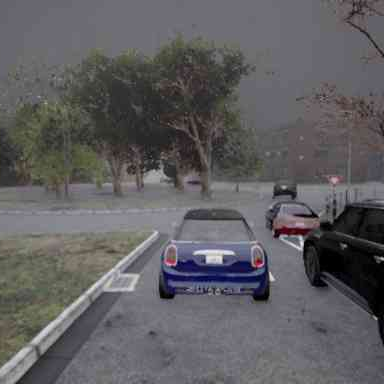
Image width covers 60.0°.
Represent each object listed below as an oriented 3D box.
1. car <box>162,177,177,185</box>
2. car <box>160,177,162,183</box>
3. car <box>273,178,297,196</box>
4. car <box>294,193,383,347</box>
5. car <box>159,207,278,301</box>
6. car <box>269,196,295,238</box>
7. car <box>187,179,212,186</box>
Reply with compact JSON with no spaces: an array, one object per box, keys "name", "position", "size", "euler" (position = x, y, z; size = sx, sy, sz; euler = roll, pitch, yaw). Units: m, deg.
[{"name":"car","position":[-4.183,-2.294,66.685],"size":[1.837,1.490,4.892],"euler":[-1,4,-13]},{"name":"car","position":[-7.047,-2.998,82.777],"size":[2.128,1.511,4.902],"euler":[0,2,-5]},{"name":"car","position":[9.628,-0.452,34.453],"size":[2.150,2.045,5.566],"euler":[2,4,17]},{"name":"car","position":[3.599,1.112,5.500],"size":[2.150,2.045,5.566],"euler":[0,1,2]},{"name":"car","position":[0.509,1.164,8.105],"size":[2.097,1.767,4.553],"euler":[0,2,3]},{"name":"car","position":[4.406,1.122,14.797],"size":[1.994,1.385,4.181],"euler":[0,3,7]},{"name":"car","position":[1.284,-1.731,59.199],"size":[4.718,1.301,1.895],"euler":[4,5,43]}]
